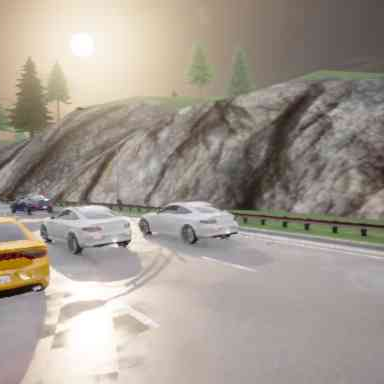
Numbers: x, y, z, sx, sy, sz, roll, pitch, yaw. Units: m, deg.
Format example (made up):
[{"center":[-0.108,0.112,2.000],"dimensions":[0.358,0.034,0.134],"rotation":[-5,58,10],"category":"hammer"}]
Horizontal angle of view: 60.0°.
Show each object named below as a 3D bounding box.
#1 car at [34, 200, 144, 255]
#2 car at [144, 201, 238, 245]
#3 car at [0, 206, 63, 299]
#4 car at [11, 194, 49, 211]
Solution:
[{"center":[-3.858,1.195,11.846],"dimensions":[1.812,1.442,4.674],"rotation":[-3,3,-41],"category":"car"},{"center":[-0.281,1.079,13.035],"dimensions":[1.812,1.442,4.674],"rotation":[-3,2,-40],"category":"car"},{"center":[-4.783,1.311,7.556],"dimensions":[1.882,1.535,5.008],"rotation":[-3,2,-39],"category":"car"},{"center":[-12.391,0.911,25.712],"dimensions":[4.674,1.442,1.812],"rotation":[1,3,43],"category":"car"}]
